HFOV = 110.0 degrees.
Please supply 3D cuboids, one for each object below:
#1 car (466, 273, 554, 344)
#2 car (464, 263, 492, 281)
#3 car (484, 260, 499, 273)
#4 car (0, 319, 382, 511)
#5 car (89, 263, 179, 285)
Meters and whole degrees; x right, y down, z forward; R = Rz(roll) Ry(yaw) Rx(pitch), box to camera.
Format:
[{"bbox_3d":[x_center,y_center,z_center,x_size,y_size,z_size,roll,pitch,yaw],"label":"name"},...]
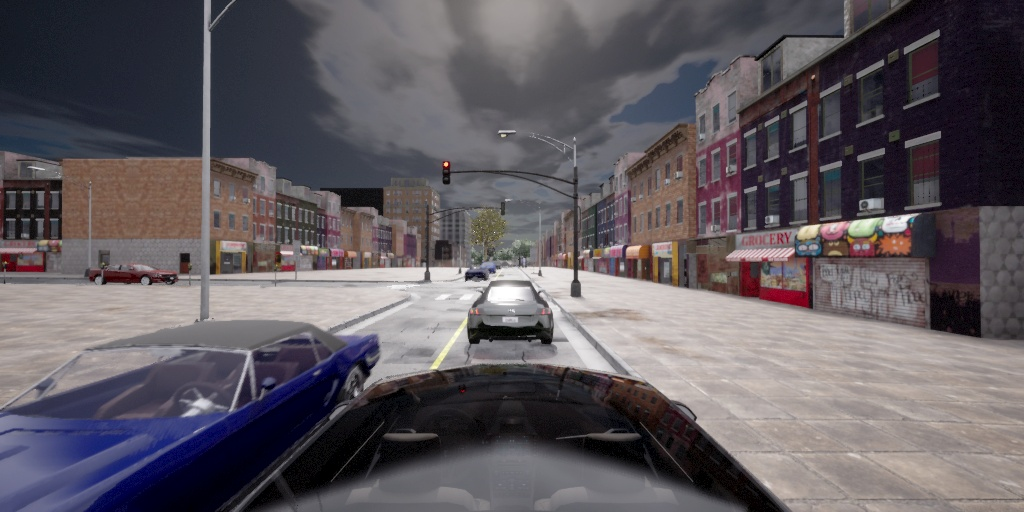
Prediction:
[{"bbox_3d":[-0.036,1.325,9.612,1.994,1.385,4.181,0,0,0],"label":"car"},{"bbox_3d":[-3.010,1.482,31.310,1.895,1.301,4.718,0,-1,0],"label":"car"},{"bbox_3d":[-3.097,1.502,46.923,1.882,1.535,5.008,0,0,0],"label":"car"},{"bbox_3d":[-2.856,1.351,3.097,1.895,1.301,4.718,0,0,0],"label":"car"},{"bbox_3d":[-23.352,1.118,22.232,4.507,1.381,1.888,0,0,0],"label":"car"}]
